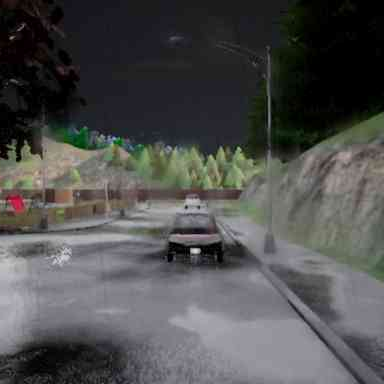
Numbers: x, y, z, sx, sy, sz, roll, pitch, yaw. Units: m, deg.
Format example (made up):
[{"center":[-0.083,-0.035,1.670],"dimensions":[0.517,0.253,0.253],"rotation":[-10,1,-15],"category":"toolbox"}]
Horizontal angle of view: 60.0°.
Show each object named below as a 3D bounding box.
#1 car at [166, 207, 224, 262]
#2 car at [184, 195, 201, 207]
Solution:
[{"center":[0.098,1.539,12.306],"dimensions":[2.128,1.511,4.902],"rotation":[0,0,0],"category":"car"},{"center":[0.098,1.407,48.373],"dimensions":[2.150,2.045,5.566],"rotation":[0,0,0],"category":"car"}]
